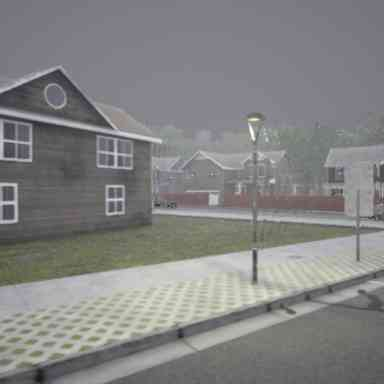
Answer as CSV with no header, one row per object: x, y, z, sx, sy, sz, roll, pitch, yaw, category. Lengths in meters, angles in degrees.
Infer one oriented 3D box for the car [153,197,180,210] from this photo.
-3.634,1.202,35.263,4.718,1.301,1.895,1,1,35,car

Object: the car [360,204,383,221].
14.495,1.405,22.790,5.357,1.411,2.033,1,1,35,car
